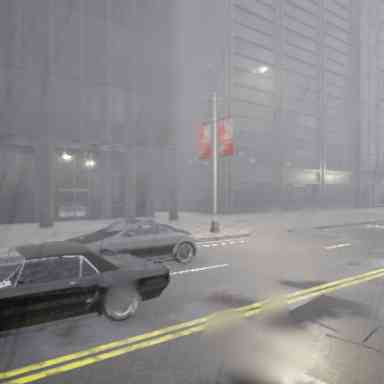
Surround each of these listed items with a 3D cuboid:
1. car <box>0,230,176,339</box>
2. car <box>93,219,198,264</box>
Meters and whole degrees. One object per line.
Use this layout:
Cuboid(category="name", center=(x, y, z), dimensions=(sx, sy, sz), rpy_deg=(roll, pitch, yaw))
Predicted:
Cuboid(category="car", center=(-2.817, 1.602, 5.667), dimensions=(4.718, 1.301, 1.895), rpy_deg=(0, 0, -35))
Cuboid(category="car", center=(-1.886, 1.570, 10.321), dimensions=(4.181, 1.385, 1.994), rpy_deg=(0, 0, -35))
